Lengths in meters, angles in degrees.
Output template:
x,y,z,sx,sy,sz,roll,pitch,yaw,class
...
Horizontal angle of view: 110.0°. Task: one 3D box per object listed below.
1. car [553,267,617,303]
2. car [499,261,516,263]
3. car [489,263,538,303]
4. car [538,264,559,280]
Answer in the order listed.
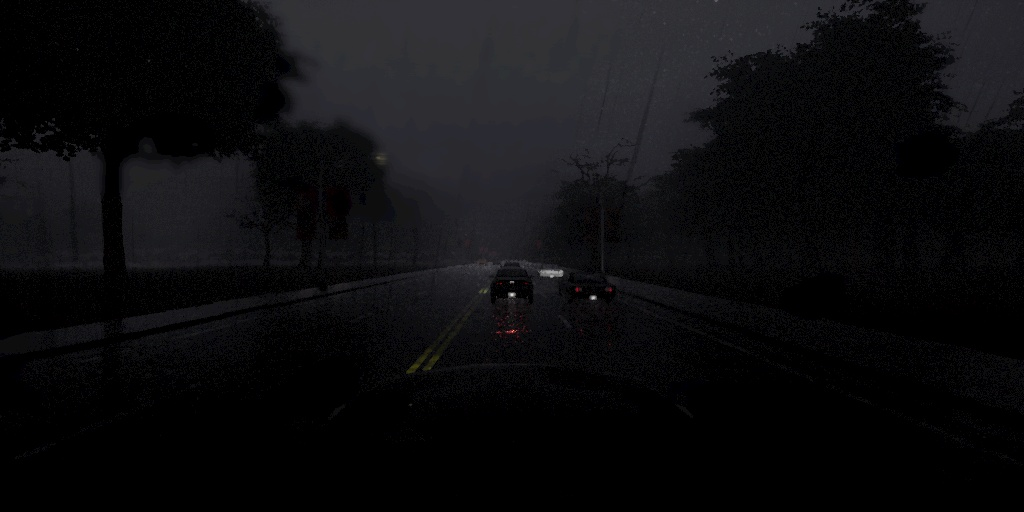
x,y,z,sx,sy,sz,roll,pitch,yaw,class
3.250,1.370,16.532,1.895,1.301,4.718,0,0,0,car
0.000,1.281,31.504,1.837,1.490,4.892,0,0,0,car
0.000,1.270,16.502,1.837,1.490,4.892,0,0,0,car
3.250,1.381,31.533,1.895,1.301,4.718,0,0,0,car
